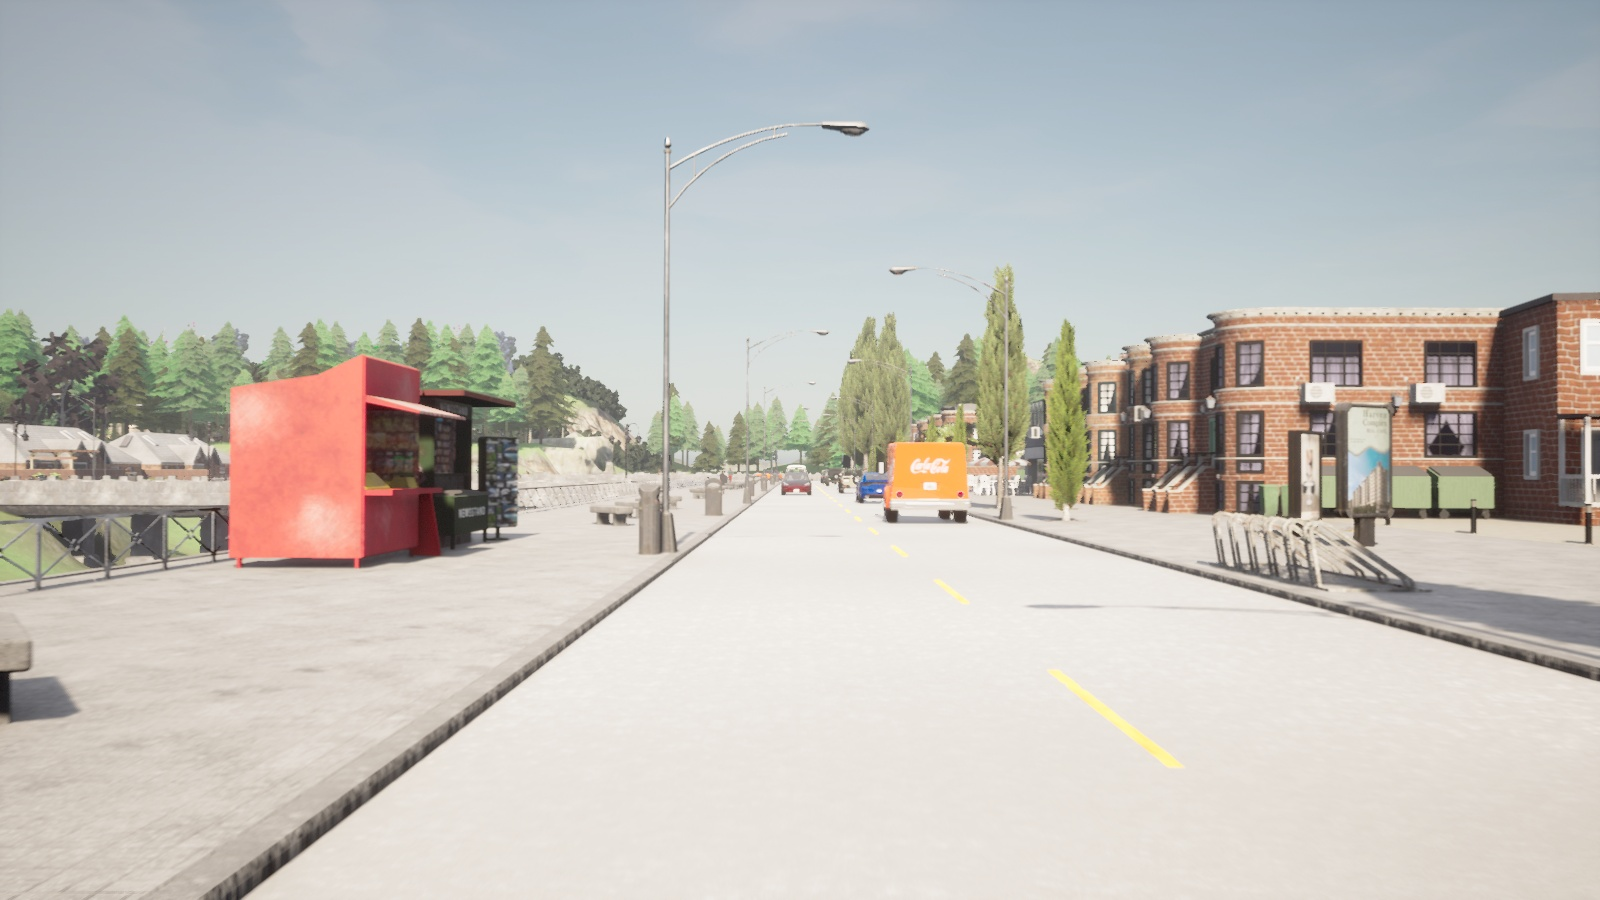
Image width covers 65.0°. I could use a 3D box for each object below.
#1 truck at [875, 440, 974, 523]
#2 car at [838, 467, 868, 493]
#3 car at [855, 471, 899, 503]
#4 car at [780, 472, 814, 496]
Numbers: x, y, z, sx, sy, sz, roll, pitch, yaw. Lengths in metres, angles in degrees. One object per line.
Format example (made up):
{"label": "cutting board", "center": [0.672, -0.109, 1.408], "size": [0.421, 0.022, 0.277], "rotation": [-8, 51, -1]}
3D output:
{"label": "truck", "center": [3.893, 0.986, 40.249], "size": [2.627, 2.467, 5.204], "rotation": [0, -1, 0]}
{"label": "car", "center": [3.766, 2.120, 89.813], "size": [1.932, 1.855, 4.605], "rotation": [0, -1, 0]}
{"label": "car", "center": [3.835, 1.836, 63.243], "size": [1.882, 1.535, 5.008], "rotation": [0, -1, 0]}
{"label": "car", "center": [-0.210, 2.179, 81.471], "size": [2.163, 1.488, 4.792], "rotation": [0, -1, 0]}
